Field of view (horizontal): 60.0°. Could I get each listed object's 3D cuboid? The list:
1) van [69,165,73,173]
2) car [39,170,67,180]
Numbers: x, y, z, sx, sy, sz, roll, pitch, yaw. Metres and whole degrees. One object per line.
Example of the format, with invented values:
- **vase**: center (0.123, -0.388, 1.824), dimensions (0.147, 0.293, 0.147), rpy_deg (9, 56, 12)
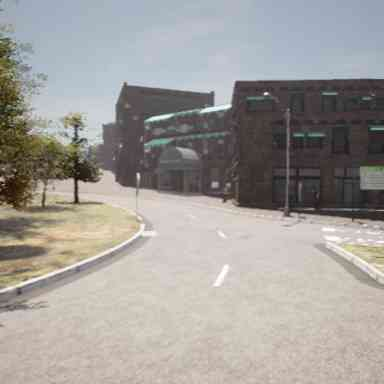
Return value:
- **van**: center (-29.211, -4.313, 73.059), dimensions (4.442, 1.987, 1.878), rpy_deg (-1, 7, -34)
- **car**: center (-27.037, -3.062, 64.227), dimensions (4.892, 1.521, 2.231), rpy_deg (-1, 7, -34)
